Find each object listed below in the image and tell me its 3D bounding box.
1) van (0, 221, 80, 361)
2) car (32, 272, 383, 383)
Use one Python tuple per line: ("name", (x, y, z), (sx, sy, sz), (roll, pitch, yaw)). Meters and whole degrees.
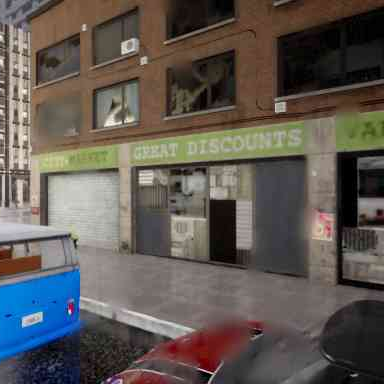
("van", (-3.485, 1.343, 5.197), (3.998, 1.788, 1.690), (0, 0, 35))
("car", (1.155, 1.440, 1.903), (4.097, 1.590, 1.967), (0, 0, 35))
